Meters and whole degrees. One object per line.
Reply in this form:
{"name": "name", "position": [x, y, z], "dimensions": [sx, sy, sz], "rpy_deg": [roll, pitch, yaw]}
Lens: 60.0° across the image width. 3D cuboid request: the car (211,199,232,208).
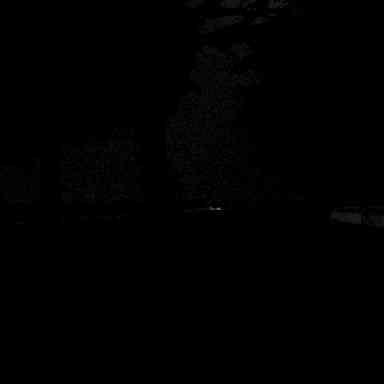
{"name": "car", "position": [4.876, 1.910, 54.251], "dimensions": [1.994, 1.385, 4.181], "rpy_deg": [-3, -2, 36]}
